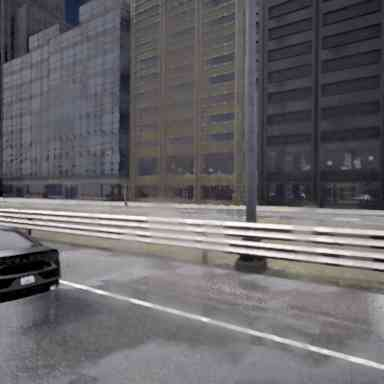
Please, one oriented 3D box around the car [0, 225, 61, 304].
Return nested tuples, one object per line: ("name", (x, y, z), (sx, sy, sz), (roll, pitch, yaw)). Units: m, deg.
("car", (-5.062, 1.487, 7.608), (5.008, 1.535, 1.882), (0, 0, 36))
